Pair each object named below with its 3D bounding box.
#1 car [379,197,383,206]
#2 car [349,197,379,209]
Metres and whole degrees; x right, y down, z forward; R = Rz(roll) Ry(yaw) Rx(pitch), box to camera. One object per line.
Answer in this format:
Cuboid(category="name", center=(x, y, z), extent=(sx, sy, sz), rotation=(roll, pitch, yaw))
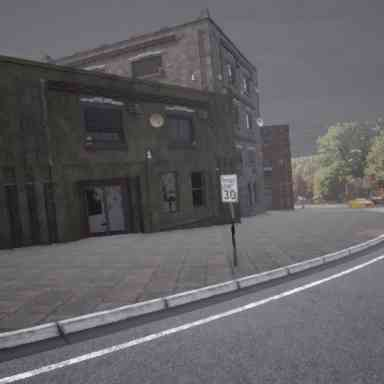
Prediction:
Cuboid(category="car", center=(28.696, 1.485, 52.850), extent=(1.882, 1.535, 5.008), rotation=(-5, -2, -1))
Cuboid(category="car", center=(24.998, 1.652, 49.245), extent=(1.882, 1.535, 5.008), rotation=(-4, -2, 3))
